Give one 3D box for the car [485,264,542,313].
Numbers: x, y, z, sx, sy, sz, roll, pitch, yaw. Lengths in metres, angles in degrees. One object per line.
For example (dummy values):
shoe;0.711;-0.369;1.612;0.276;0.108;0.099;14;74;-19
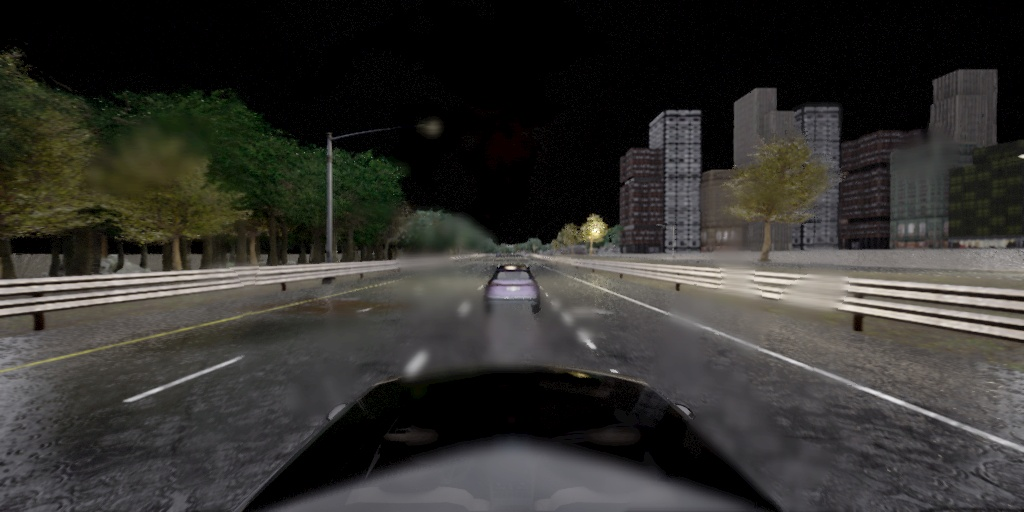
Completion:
car;0.034;1.094;13.740;2.033;1.649;4.856;0;1;0
